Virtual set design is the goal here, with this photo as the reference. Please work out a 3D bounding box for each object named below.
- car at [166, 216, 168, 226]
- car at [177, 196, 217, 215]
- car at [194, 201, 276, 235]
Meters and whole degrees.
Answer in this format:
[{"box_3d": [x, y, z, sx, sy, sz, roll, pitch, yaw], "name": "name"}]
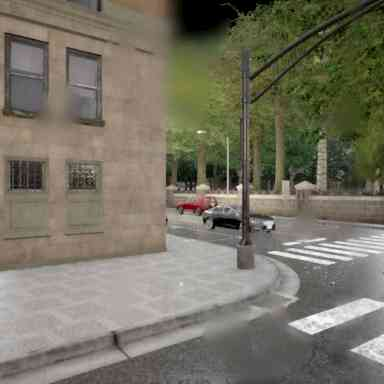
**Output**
[{"box_3d": [-3.260, 1.544, 22.222, 1.947, 1.339, 4.313, 0, 0, -35], "name": "car"}, {"box_3d": [0.507, 1.285, 31.760, 2.192, 1.841, 5.009, 0, 0, -35], "name": "car"}, {"box_3d": [2.517, 1.478, 18.675, 2.128, 1.511, 4.902, 0, 0, -34], "name": "car"}]
